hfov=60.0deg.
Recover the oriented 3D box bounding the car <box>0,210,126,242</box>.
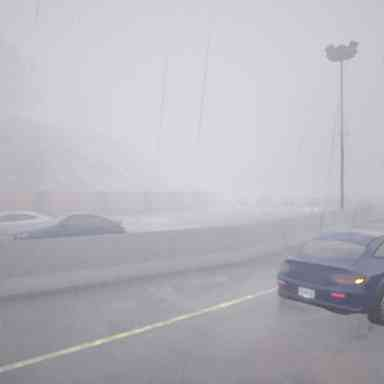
[{"bbox_3d":[-4.997,1.579,13.711,4.674,1.442,1.812,0,0,-40],"label":"car"}]

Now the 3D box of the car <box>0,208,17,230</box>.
[{"bbox_3d":[-13.494,1.704,20.251,4.718,1.301,1.895,0,0,-37],"label":"car"}]

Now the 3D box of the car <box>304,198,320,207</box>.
[{"bbox_3d":[18.103,1.602,50.536,1.994,1.385,4.181,0,0,14],"label":"car"}]

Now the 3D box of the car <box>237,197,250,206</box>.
[{"bbox_3d":[8.824,1.617,57.166,1.812,1.442,4.674,0,0,10],"label":"car"}]

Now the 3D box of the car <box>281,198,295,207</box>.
[{"bbox_3d":[14.710,1.600,51.153,2.033,1.411,5.357,0,0,14],"label":"car"}]

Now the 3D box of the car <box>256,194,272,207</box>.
[{"bbox_3d":[11.409,1.292,52.404,2.150,2.045,5.566,0,0,13],"label":"car"}]

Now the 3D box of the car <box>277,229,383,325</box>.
[{"bbox_3d":[3.659,1.528,7.114,4.674,1.442,1.812,0,0,-41],"label":"car"}]
